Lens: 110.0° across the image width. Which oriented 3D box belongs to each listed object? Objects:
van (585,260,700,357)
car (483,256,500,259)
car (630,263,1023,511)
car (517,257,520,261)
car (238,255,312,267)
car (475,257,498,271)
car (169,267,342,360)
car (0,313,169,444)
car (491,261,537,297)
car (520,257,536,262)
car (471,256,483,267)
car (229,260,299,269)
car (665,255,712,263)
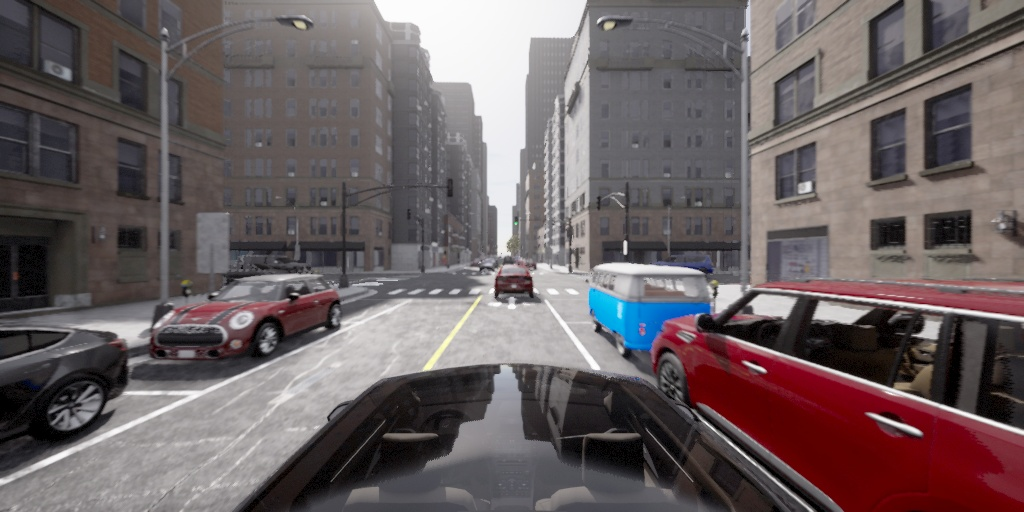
[{"bbox_3d":[2.854,1.080,8.252,1.690,1.789,3.998,0,0,0],"label":"van"},{"bbox_3d":[-3.419,1.178,56.987,2.128,1.511,4.902,0,0,-1],"label":"car"},{"bbox_3d":[2.857,1.063,2.729,2.192,1.841,5.009,0,0,0],"label":"car"},{"bbox_3d":[2.296,1.264,63.449,1.802,1.307,4.207,0,0,-1],"label":"car"},{"bbox_3d":[-18.633,0.943,28.159,5.566,2.045,2.150,0,0,0],"label":"car"},{"bbox_3d":[-3.259,1.240,46.768,2.033,1.411,5.357,0,0,-1],"label":"car"},{"bbox_3d":[-5.672,1.178,8.243,1.967,1.591,4.097,0,0,0],"label":"car"},{"bbox_3d":[-5.669,1.314,2.718,1.948,1.339,4.313,0,0,0],"label":"car"},{"bbox_3d":[0.094,1.197,18.537,1.882,1.535,5.008,0,0,0],"label":"car"},{"bbox_3d":[2.549,1.129,52.141,1.967,1.591,4.097,0,0,-1],"label":"car"},{"bbox_3d":[-6.227,1.122,63.266,1.967,1.591,4.097,0,0,-1],"label":"car"},{"bbox_3d":[-17.997,1.227,24.914,4.892,1.490,1.837,0,0,0],"label":"car"},{"bbox_3d":[14.816,0.910,31.790,5.566,2.045,2.150,0,0,1],"label":"car"}]
